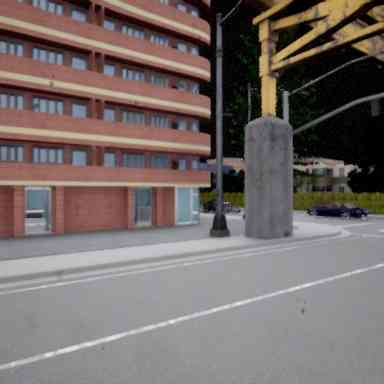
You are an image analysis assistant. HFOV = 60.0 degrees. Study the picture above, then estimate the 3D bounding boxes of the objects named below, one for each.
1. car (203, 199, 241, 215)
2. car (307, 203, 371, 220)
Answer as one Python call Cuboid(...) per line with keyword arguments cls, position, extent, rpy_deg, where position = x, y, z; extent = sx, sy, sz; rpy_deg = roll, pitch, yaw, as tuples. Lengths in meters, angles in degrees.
Cuboid(cls="car", position=(2.936, 1.484, 33.964), extent=(1.812, 1.442, 4.674), rpy_deg=(0, 0, -36))
Cuboid(cls="car", position=(11.996, 1.552, 27.612), extent=(1.895, 1.301, 4.718), rpy_deg=(0, 0, -36))
